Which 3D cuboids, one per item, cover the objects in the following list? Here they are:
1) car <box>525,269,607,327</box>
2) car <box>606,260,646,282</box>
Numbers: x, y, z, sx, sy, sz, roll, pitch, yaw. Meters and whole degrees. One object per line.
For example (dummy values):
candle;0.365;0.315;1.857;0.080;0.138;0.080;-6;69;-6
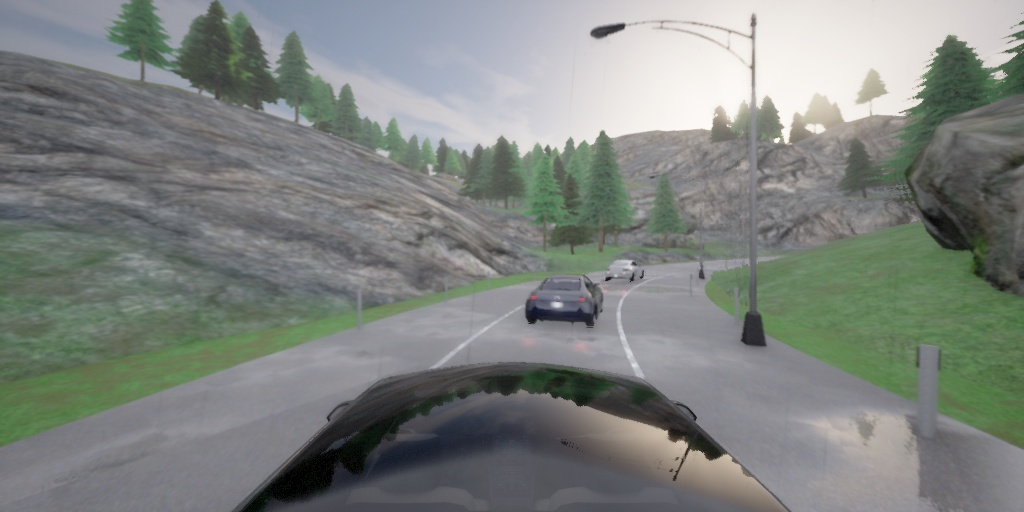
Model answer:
car;1.795;1.250;11.431;1.994;1.385;4.181;0;0;17
car;7.881;0.980;25.006;1.812;1.442;4.674;0;1;32
